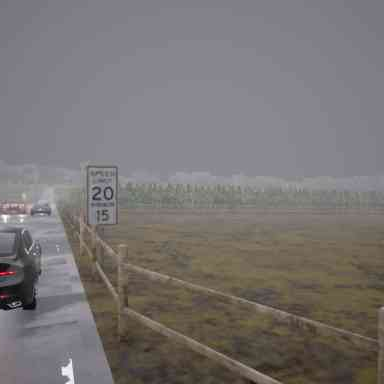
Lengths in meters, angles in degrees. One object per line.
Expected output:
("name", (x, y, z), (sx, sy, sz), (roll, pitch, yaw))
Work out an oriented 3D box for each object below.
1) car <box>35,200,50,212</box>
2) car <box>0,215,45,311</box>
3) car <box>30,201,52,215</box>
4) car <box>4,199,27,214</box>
("car", (-20.273, 1.896, 45.264), (1.812, 1.442, 4.674), (0, -1, -23))
("car", (-4.408, 1.517, 7.396), (1.837, 1.490, 4.892), (0, 0, -23))
("car", (-16.401, 1.796, 36.170), (1.994, 1.385, 4.181), (0, -1, -22))
("car", (-20.565, 1.644, 38.844), (2.097, 1.767, 4.553), (0, -1, -23))
